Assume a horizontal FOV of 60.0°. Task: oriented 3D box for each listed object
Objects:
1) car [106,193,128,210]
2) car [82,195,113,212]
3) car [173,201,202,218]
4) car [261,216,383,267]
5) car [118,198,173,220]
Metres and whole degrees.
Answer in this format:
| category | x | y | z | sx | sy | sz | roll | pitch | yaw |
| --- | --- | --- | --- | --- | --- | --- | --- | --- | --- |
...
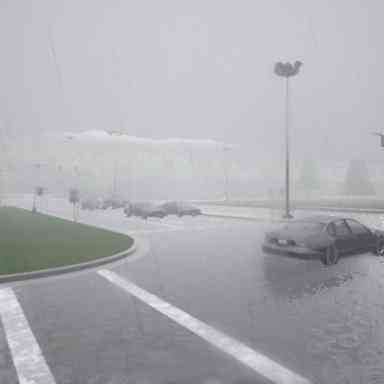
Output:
| category | x | y | z | sx | sy | sz | roll | pitch | yaw |
| --- | --- | --- | --- | --- | --- | --- | --- | --- | --- |
| car | -9.614 | 1.205 | 42.677 | 2.150 | 2.045 | 5.566 | 0 | 0 | -34 |
| car | -11.612 | 1.481 | 39.406 | 2.128 | 1.511 | 4.902 | 0 | 0 | -35 |
| car | -1.296 | 1.534 | 30.754 | 2.033 | 1.411 | 5.357 | 0 | 0 | -35 |
| car | 4.772 | 1.539 | 11.450 | 5.357 | 1.411 | 2.033 | 0 | 0 | -35 |
| car | -4.136 | 1.537 | 28.707 | 2.033 | 1.411 | 5.357 | 0 | 0 | -35 |
